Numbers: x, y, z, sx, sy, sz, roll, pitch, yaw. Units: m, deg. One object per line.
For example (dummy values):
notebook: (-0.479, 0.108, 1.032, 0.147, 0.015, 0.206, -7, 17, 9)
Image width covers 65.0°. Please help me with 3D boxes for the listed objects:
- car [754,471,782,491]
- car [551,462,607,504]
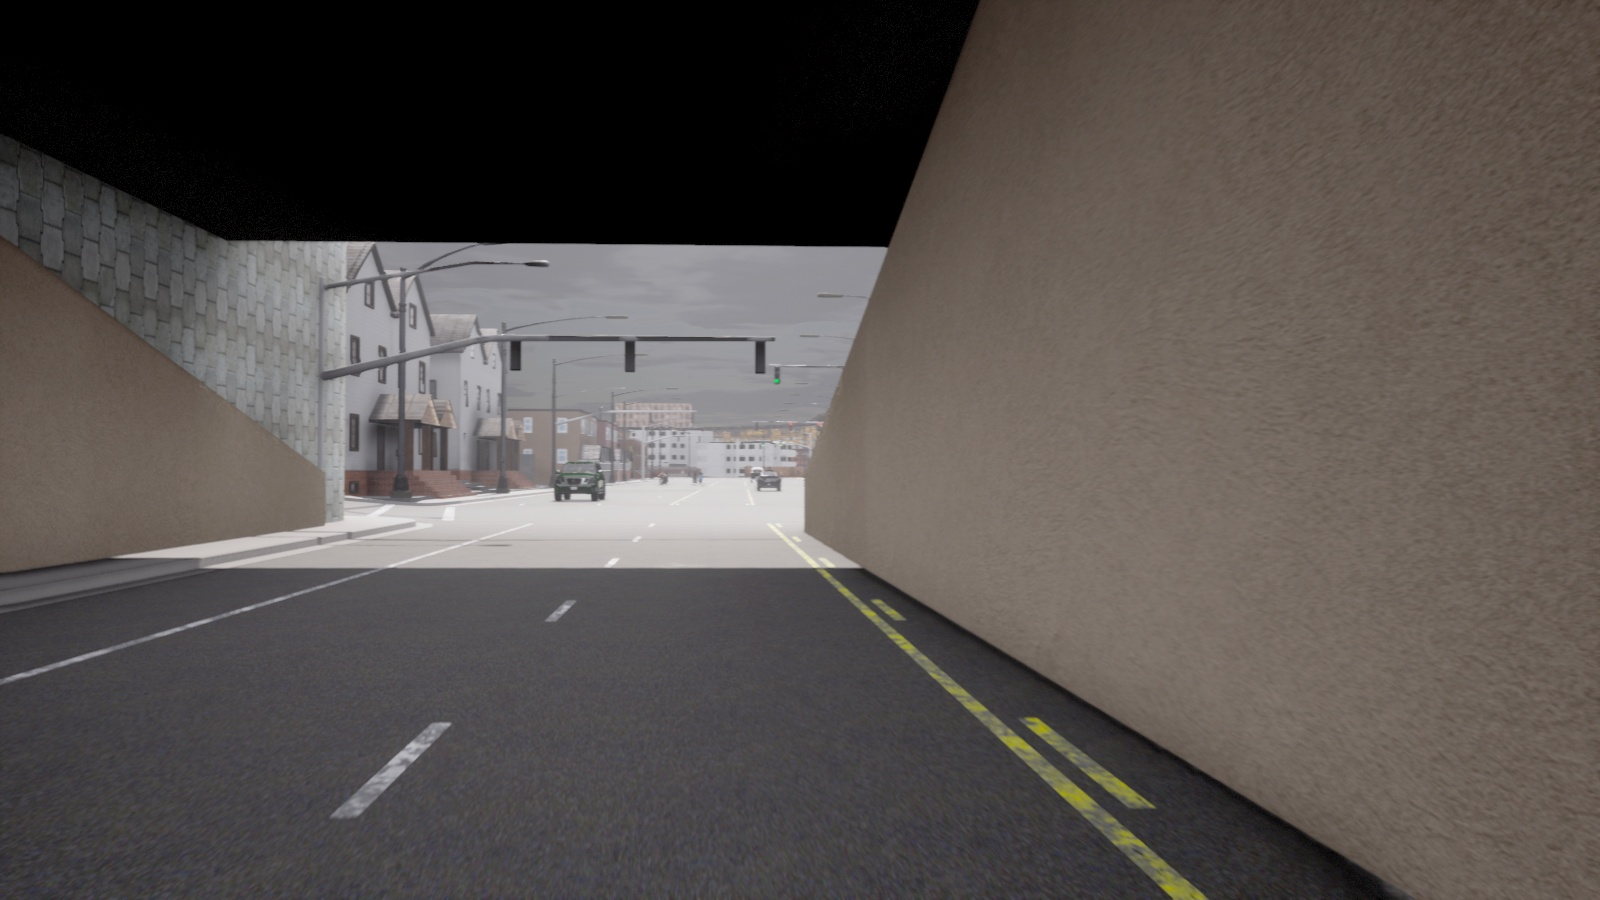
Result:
car: (-2.525, 2.428, 98.187, 2.128, 1.511, 4.902, 0, -1, -3)
car: (-11.464, 1.689, 65.479, 2.150, 2.045, 5.566, 0, -1, -3)
